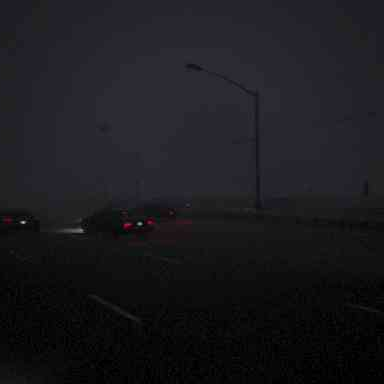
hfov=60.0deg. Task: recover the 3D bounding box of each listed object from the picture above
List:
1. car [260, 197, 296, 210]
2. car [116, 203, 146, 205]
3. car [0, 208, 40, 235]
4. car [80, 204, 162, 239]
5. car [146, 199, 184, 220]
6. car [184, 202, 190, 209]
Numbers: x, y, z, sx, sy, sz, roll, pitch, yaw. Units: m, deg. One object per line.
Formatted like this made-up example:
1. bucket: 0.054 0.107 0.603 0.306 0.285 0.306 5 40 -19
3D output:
1. car: 10.371 1.371 40.952 4.892 1.490 1.837 -3 0 -14
2. car: -5.688 1.584 24.937 1.812 1.442 4.674 -1 0 -41
3. car: -10.669 1.680 20.014 1.994 1.385 4.181 -1 0 -41
4. car: -4.128 1.589 17.755 2.033 1.411 5.357 -1 0 -41
5. car: -3.208 1.507 27.441 1.882 1.535 5.008 -1 0 -41
6. car: -2.927 1.572 39.751 5.357 1.411 2.033 -1 0 6
